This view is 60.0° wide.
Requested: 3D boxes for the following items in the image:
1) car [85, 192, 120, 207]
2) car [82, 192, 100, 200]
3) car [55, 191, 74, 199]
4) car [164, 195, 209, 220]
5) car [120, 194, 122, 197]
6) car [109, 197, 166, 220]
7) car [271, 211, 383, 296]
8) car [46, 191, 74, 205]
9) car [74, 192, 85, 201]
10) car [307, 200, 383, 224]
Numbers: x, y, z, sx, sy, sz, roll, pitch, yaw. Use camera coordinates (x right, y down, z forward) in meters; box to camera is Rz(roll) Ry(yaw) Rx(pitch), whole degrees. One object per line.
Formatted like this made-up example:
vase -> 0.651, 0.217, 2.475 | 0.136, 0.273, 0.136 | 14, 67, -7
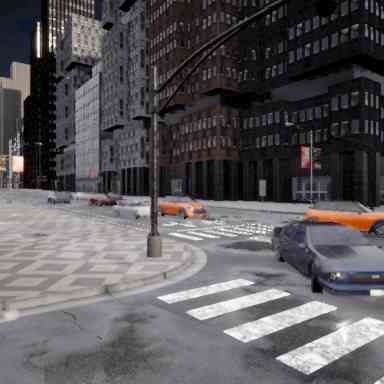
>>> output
car -> -10.673, 0.959, 39.409 | 1.882, 1.535, 5.008 | 0, 1, -36
car -> -19.062, 0.715, 62.506 | 1.895, 1.301, 4.718 | 0, 1, -36
car -> -25.076, 0.573, 65.294 | 2.033, 1.411, 5.357 | 0, 1, -36
car -> -0.692, 1.076, 25.540 | 2.097, 1.767, 4.553 | 0, 1, -36
car -> -12.991, 0.766, 54.077 | 2.128, 1.511, 4.902 | 0, 1, -36
car -> -4.186, 1.309, 24.831 | 1.895, 1.301, 4.718 | 0, 1, -36
car -> 3.588, 1.517, 9.071 | 2.033, 1.411, 5.357 | 0, 1, 0
car -> -17.356, 0.734, 43.155 | 2.097, 1.767, 4.553 | 0, 1, -35
car -> -19.268, 0.708, 57.234 | 1.812, 1.442, 4.674 | 0, 1, -35
car -> 8.057, 1.243, 16.912 | 4.553, 1.767, 2.097 | 1, 1, 28
